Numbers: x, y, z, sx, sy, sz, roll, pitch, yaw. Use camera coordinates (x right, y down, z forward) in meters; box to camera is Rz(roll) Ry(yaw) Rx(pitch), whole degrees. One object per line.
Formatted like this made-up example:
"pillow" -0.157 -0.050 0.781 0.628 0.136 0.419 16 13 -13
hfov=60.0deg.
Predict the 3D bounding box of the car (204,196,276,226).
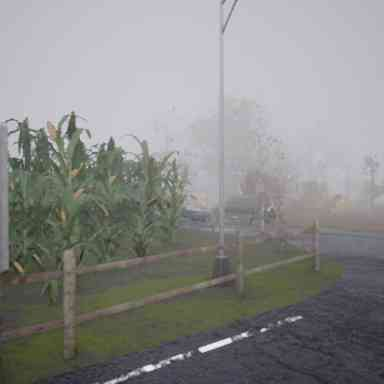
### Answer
"car" 3.651 1.324 24.723 2.150 2.045 5.566 0 0 -35

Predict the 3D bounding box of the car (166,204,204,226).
"car" -0.321 1.620 25.172 1.882 1.535 5.008 0 0 -34
